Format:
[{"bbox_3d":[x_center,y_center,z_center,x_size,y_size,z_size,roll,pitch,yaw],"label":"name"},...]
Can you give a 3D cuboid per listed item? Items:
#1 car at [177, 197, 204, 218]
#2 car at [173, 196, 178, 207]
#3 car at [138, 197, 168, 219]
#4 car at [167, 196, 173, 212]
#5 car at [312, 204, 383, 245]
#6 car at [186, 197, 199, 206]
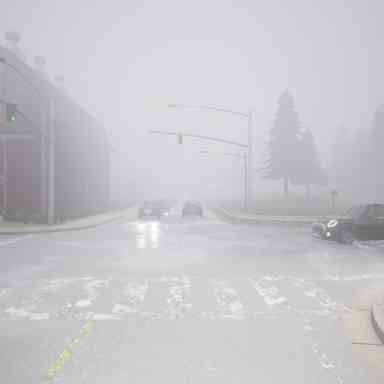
[{"bbox_3d":[0.024,1.492,30.452,2.128,1.511,4.902,0,0,0],"label":"car"},{"bbox_3d":[-3.554,1.526,49.542,1.812,1.442,4.674,0,0,0],"label":"car"},{"bbox_3d":[-3.577,1.492,29.636,2.128,1.511,4.902,0,0,0],"label":"car"},{"bbox_3d":[-3.567,1.504,39.106,1.837,1.490,4.892,0,0,0],"label":"car"},{"bbox_3d":[7.770,1.326,14.802,4.553,1.767,2.097,0,0,-1],"label":"car"},{"bbox_3d":[0.044,1.547,55.918,2.033,1.411,5.357,0,0,0],"label":"car"}]
